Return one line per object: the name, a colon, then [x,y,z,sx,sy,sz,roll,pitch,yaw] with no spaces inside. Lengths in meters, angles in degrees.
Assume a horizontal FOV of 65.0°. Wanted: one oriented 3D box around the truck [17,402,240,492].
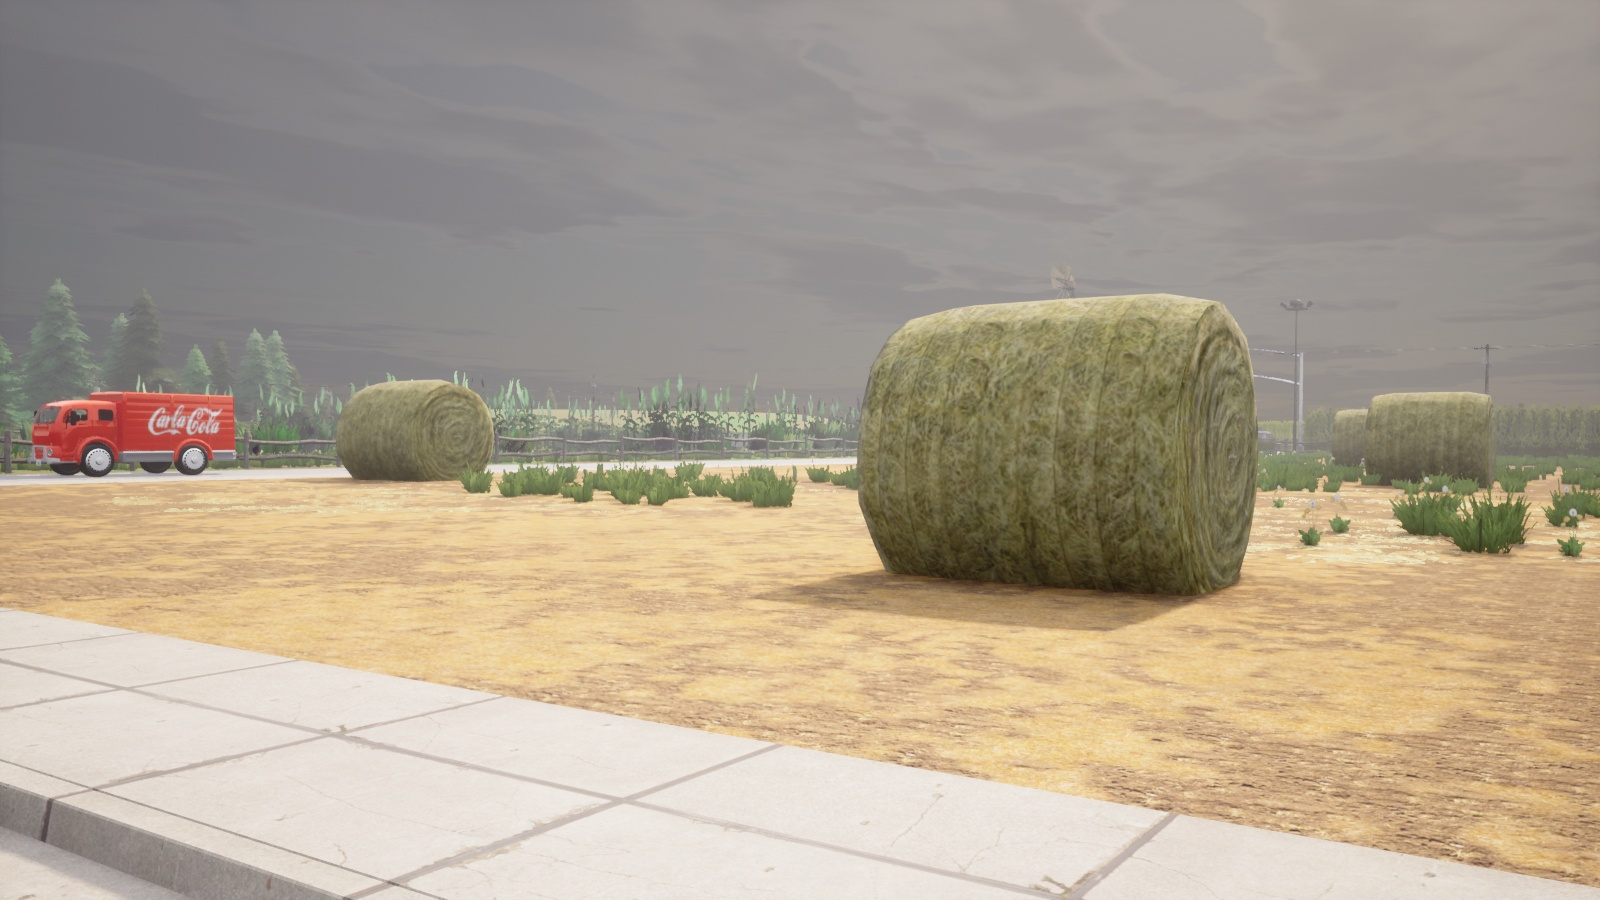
truck: [-19.894,-0.121,37.444,2.627,2.467,5.204,0,1,36]
